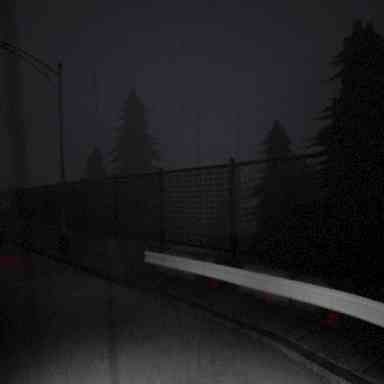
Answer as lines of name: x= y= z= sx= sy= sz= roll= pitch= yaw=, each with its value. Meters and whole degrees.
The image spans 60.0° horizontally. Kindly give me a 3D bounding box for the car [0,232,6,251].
car: x=-9.780 y=1.961 z=14.610 sx=1.895 sy=1.301 sz=4.718 roll=-1 pitch=0 yaw=-42
